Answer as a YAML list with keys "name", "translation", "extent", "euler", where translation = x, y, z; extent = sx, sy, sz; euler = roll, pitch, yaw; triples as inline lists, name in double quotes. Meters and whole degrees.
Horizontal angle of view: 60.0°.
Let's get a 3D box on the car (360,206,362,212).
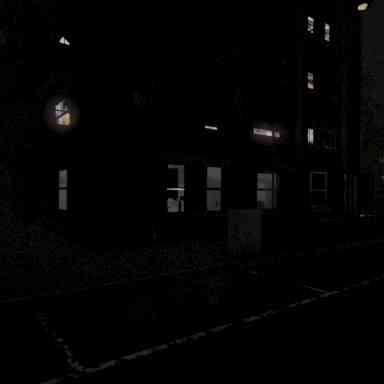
- name: "car"
  translation: [13.193, 1.256, 31.801]
  extent: [2.033, 1.411, 5.357]
  euler: [0, 1, -37]
